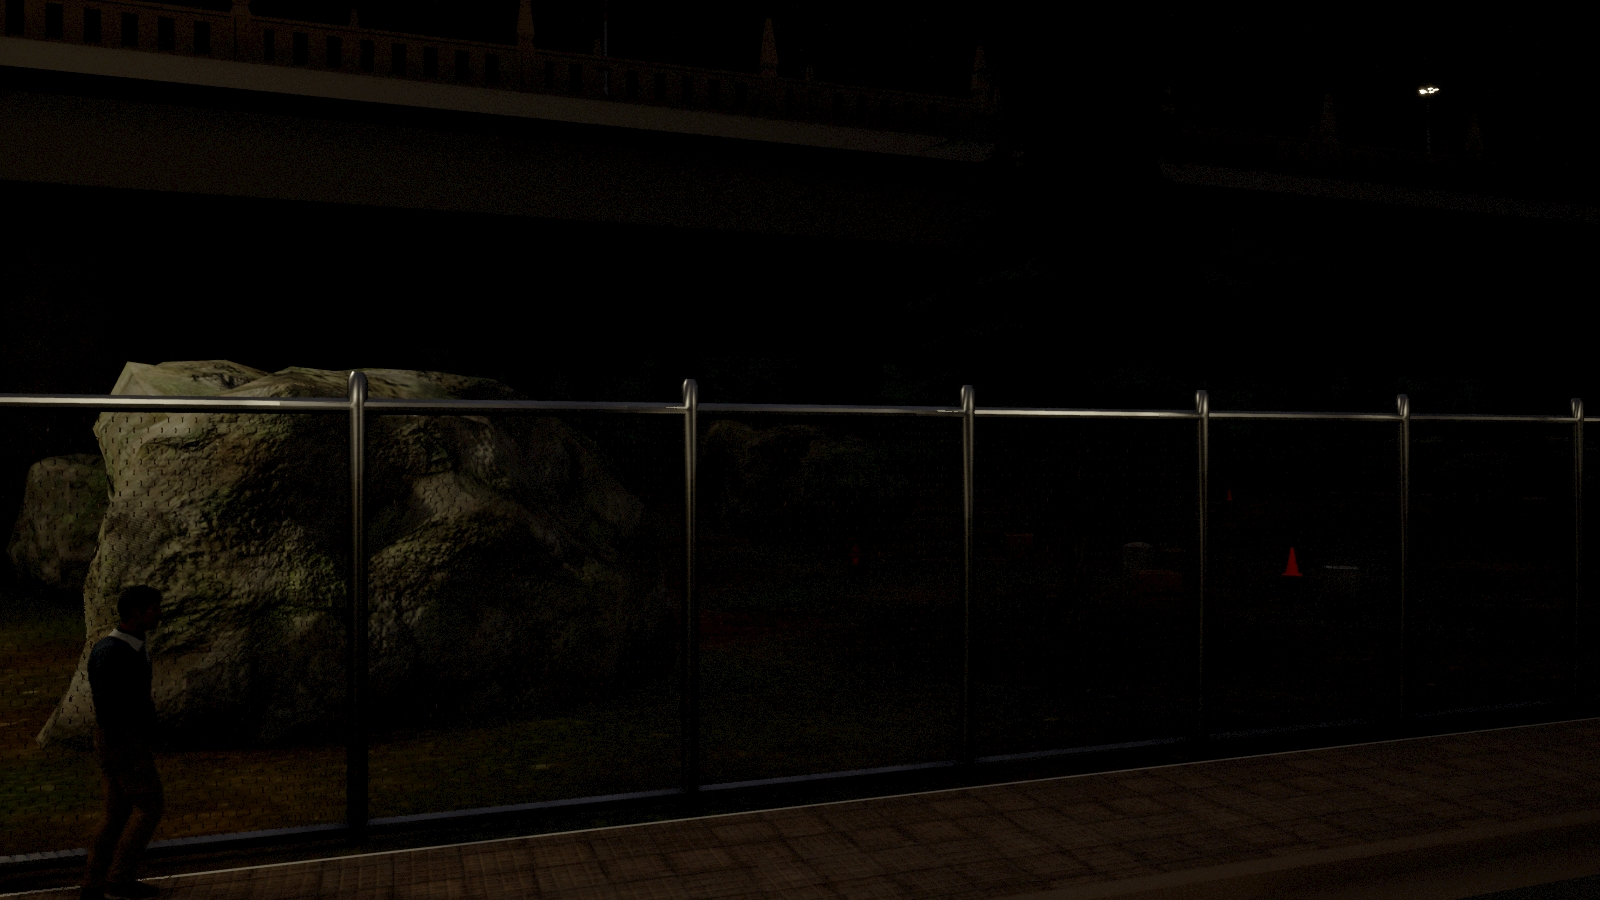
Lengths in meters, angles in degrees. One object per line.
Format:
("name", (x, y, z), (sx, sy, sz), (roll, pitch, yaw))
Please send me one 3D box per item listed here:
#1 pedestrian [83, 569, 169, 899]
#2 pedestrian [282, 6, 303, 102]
("pedestrian", (-3.901, 1.643, 6.627), (0.375, 1.860, 0.375), (0, 0, -21))
("pedestrian", (-10.645, -8.303, 23.985), (0.375, 1.860, 0.375), (0, 0, -20))
